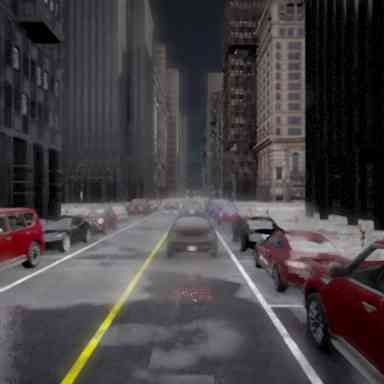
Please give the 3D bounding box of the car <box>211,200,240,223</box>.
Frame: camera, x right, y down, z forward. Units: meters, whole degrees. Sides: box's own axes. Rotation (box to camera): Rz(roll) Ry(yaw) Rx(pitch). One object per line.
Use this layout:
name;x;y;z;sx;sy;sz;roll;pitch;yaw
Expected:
car;2.762;1.693;25.705;1.967;1.590;4.097;0;-1;0

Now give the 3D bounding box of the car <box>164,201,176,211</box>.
car;-3.018;2.053;49.578;1.994;1.385;4.181;0;-1;1

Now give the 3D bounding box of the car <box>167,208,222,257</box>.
car;0.023;1.641;13.520;1.837;1.490;4.892;0;0;1

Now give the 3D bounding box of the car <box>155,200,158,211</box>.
car;-5.760;1.943;42.339;1.752;1.417;4.829;0;-1;0

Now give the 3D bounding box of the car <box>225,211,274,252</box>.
car;2.762;1.709;14.501;1.947;1.339;4.313;0;-1;0

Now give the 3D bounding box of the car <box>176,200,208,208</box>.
car;0.024;1.631;28.426;2.097;1.767;4.553;0;-1;0

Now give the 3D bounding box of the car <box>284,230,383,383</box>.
car;2.759;1.349;3.301;2.192;1.841;5.009;0;-1;0

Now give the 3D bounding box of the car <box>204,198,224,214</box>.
car;2.764;1.734;42.512;2.192;1.841;5.009;0;-1;0

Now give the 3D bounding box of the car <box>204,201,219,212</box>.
car;2.766;2.025;48.111;2.008;1.369;4.403;0;-1;0

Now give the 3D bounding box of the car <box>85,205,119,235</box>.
car;-5.764;1.638;20.102;1.967;1.590;4.097;0;-1;0

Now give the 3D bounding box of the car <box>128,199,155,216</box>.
car;-5.762;1.679;36.909;2.192;1.841;5.009;0;-1;0

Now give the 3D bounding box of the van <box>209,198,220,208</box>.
van;2.763;1.650;31.308;1.690;1.788;3.998;0;-1;0

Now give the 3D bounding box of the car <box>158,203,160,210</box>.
car;-5.760;1.914;48.112;1.967;1.590;4.097;0;-1;0

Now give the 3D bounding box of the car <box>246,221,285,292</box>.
car;2.761;1.670;8.900;1.802;1.307;4.206;0;-1;0

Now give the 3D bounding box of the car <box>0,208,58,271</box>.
car;-5.765;1.403;8.900;2.192;1.841;5.009;0;-1;0

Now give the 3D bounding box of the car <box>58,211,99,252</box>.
car;-5.764;1.709;14.499;1.947;1.339;4.313;0;-1;0
